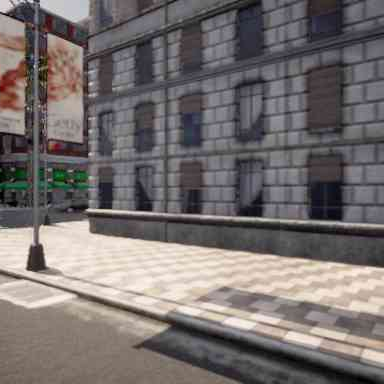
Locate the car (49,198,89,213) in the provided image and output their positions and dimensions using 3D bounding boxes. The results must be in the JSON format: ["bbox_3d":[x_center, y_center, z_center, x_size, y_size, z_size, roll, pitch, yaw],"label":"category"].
[{"bbox_3d":[-12.588,1.472,36.327,1.837,1.490,4.892,0,1,36],"label":"car"}]

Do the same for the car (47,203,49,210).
[{"bbox_3d":[-14.759,1.461,39.279,2.128,1.511,4.902,0,0,36],"label":"car"}]
